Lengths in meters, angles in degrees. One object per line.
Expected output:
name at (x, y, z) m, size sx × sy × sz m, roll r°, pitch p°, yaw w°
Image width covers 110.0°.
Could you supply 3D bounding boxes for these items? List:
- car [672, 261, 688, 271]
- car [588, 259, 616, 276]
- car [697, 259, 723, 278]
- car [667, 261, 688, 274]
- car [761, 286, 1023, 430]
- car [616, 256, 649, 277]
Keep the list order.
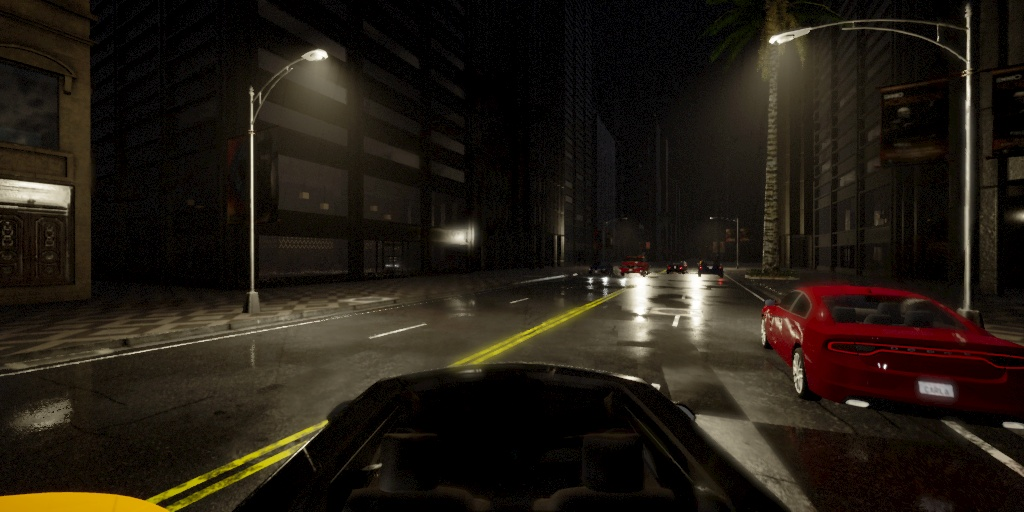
car at (23.563, 1.379, 50.290) m, size 1.895 × 1.301 × 4.718 m, roll 0°, pitch 0°, yaw 27°
car at (9.334, 1.289, 37.300) m, size 1.812 × 1.442 × 4.674 m, roll 0°, pitch 0°, yaw 27°
car at (19.308, 1.117, 34.971) m, size 2.097 × 1.767 × 4.553 m, roll 0°, pitch 0°, yaw 27°
car at (18.671, 1.316, 40.794) m, size 2.033 × 1.411 × 5.357 m, roll 0°, pitch 0°, yaw 27°
car at (5.517, 1.228, 5.902) m, size 1.882 × 1.535 × 5.008 m, roll 0°, pitch 0°, yaw 27°
car at (12.395, 0.985, 36.147) m, size 2.150 × 2.045 × 5.566 m, roll 0°, pitch 0°, yaw 27°
